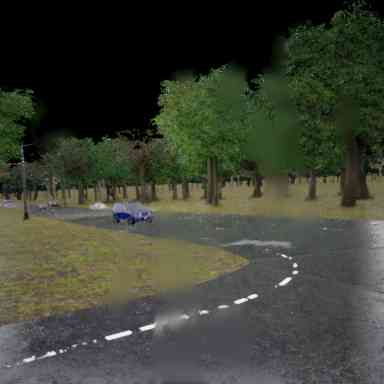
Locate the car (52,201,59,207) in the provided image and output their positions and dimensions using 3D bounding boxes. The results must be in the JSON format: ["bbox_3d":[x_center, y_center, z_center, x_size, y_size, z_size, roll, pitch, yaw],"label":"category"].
[{"bbox_3d":[-35.717,3.116,85.310,2.097,1.767,4.553,-4,1,-36],"label":"car"}]

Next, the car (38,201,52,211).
[{"bbox_3d":[-33.348,3.314,74.582,1.837,1.490,4.892,-4,1,-29],"label":"car"}]

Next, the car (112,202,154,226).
[{"bbox_3d":[-5.725,2.011,31.693,2.150,2.045,5.566,-4,1,-36],"label":"car"}]

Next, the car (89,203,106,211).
[{"bbox_3d":[-16.655,2.630,58.868,1.812,1.442,4.674,-4,1,-36],"label":"car"}]
